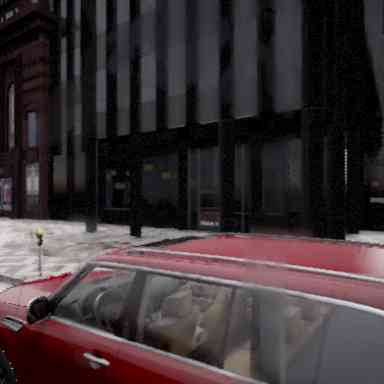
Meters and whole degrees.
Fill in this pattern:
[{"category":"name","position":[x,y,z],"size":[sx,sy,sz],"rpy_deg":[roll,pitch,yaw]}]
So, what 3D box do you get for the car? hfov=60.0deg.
[{"category":"car","position":[-0.016,1.323,2.971],"size":[5.009,1.841,2.192],"rpy_deg":[0,0,35]}]
